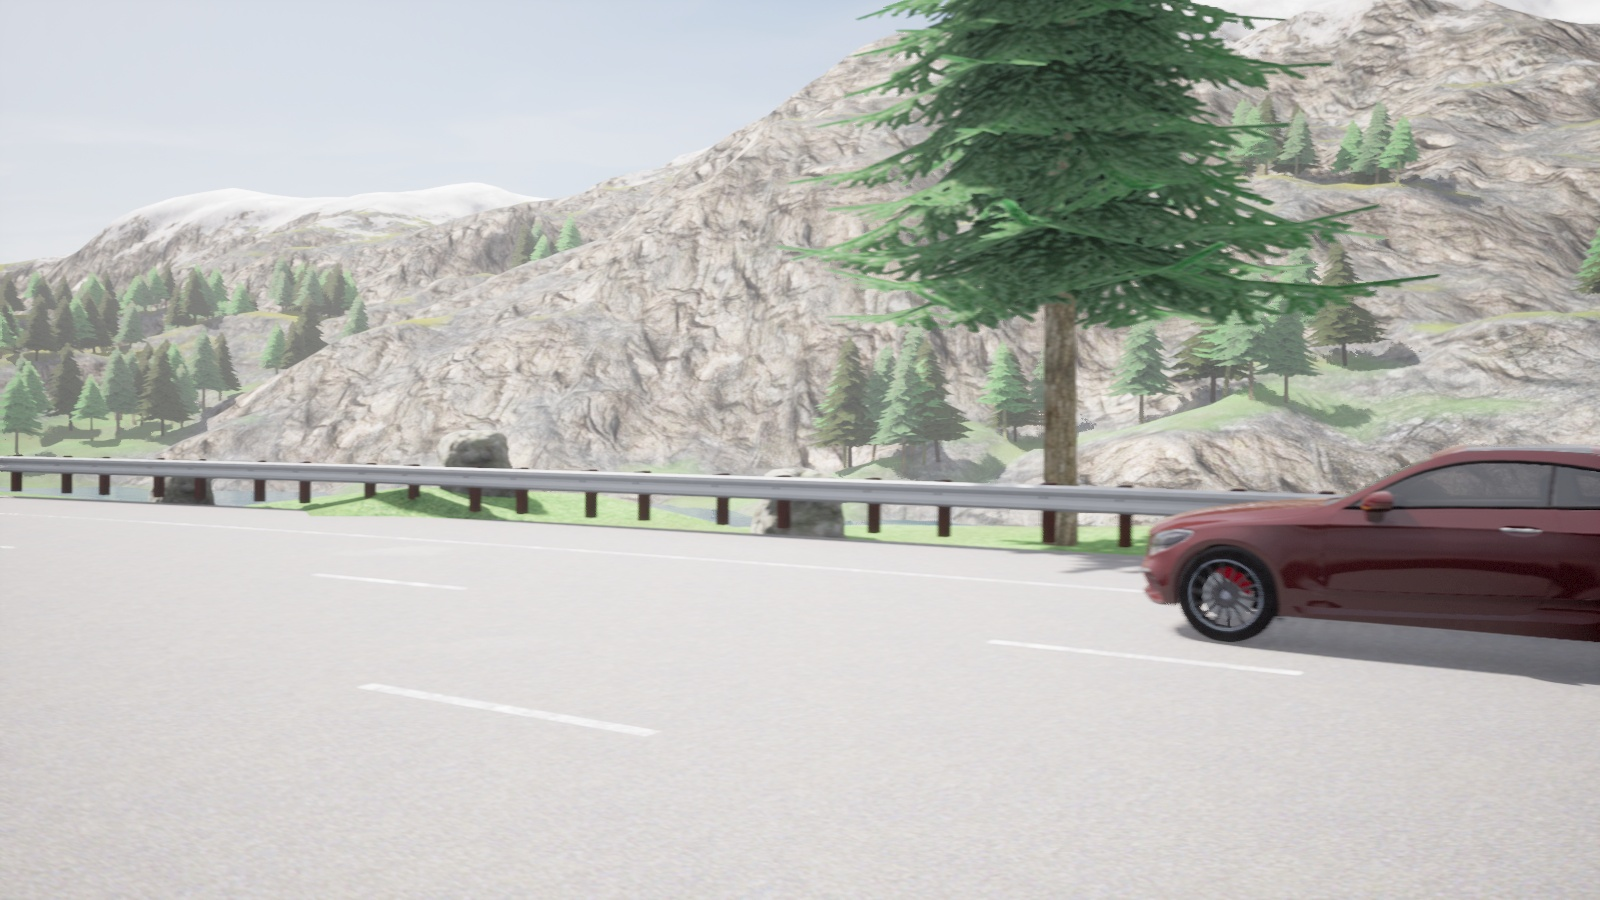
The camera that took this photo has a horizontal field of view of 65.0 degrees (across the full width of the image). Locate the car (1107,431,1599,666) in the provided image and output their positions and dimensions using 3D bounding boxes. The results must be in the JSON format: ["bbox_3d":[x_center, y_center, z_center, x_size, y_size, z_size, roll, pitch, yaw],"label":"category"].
[{"bbox_3d":[4.754,0.592,8.879,4.674,1.442,1.812,0,1,33],"label":"car"}]
